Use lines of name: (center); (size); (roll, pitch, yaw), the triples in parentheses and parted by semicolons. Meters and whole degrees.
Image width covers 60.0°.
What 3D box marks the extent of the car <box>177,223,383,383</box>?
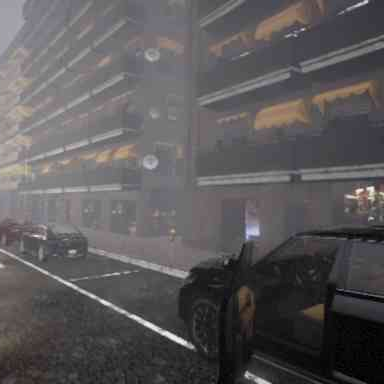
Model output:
car: (2.158, 1.413, 4.184); (2.150, 2.045, 5.566); (2, -3, -41)

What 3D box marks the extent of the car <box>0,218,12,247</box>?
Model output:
car: (-9.472, 2.066, 17.970); (1.887, 1.381, 4.507); (3, -3, -41)

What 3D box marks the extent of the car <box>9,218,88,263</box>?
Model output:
car: (-5.774, 1.972, 13.725); (2.008, 1.369, 4.403); (3, -3, -41)
